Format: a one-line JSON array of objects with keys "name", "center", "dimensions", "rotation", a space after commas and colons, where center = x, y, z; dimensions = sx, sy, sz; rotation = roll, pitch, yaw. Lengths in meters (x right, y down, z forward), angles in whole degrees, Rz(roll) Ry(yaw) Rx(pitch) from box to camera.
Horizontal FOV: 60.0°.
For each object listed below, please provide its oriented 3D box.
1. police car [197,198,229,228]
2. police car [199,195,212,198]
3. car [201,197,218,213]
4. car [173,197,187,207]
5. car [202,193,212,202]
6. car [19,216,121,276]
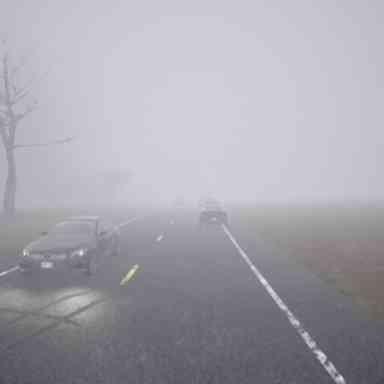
[{"name": "police car", "center": [1.378, 1.422, 22.336], "dimensions": [1.930, 1.638, 5.238], "rotation": [0, 0, 2]}, {"name": "police car", "center": [1.718, 1.419, 32.297], "dimensions": [1.930, 1.638, 5.238], "rotation": [0, 0, 2]}, {"name": "car", "center": [1.983, 1.448, 38.351], "dimensions": [1.801, 1.575, 5.366], "rotation": [0, 0, 3]}, {"name": "car", "center": [-1.855, 1.460, 52.242], "dimensions": [1.882, 1.535, 5.008], "rotation": [0, 0, 4]}, {"name": "car", "center": [3.368, 1.172, 74.247], "dimensions": [2.097, 1.767, 4.553], "rotation": [0, 0, 5]}, {"name": "car", "center": [-3.504, 1.523, 10.448], "dimensions": [1.812, 1.442, 4.674], "rotation": [0, 0, 1]}]
